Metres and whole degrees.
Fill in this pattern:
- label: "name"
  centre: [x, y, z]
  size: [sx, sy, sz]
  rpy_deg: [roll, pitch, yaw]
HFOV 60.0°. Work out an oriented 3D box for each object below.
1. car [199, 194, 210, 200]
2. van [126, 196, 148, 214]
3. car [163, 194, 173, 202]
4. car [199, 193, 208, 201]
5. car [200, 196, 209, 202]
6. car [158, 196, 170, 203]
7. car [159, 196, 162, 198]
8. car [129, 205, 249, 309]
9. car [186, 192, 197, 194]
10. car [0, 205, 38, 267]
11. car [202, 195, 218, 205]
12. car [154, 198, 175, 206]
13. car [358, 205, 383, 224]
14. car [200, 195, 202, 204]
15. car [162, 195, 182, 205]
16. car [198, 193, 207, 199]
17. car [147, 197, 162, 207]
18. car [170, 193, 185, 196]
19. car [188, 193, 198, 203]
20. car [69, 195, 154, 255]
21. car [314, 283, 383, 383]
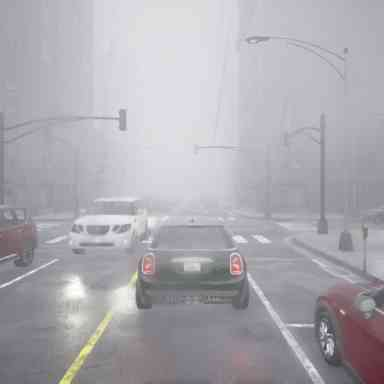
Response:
- label: "car"
  centre: [2.711, 1.558, 57.944]
  size: [1.947, 1.339, 4.313]
  rpy_deg: [0, 0, 0]
- label: "van"
  centre: [-5.832, 1.337, 35.546]
  size: [1.690, 1.788, 3.998]
  rpy_deg: [0, 0, 0]
- label: "car"
  centre: [-5.798, 1.302, 80.312]
  size: [2.192, 1.841, 5.009]
  rpy_deg: [0, 0, 0]
- label: "car"
  centre: [3.065, 1.210, 86.549]
  size: [2.150, 2.045, 5.566]
  rpy_deg: [0, 0, 0]
- label: "car"
  centre: [2.723, 1.570, 74.727]
  size: [1.802, 1.307, 4.206]
  rpy_deg: [0, 0, 0]
- label: "car"
  centre: [-5.807, 1.540, 69.121]
  size: [2.008, 1.369, 4.403]
  rpy_deg: [0, 0, 0]
- label: "car"
  centre: [-5.824, 1.434, 46.738]
  size: [1.967, 1.590, 4.097]
  rpy_deg: [0, 0, 0]
- label: "car"
  centre: [0.015, 1.352, 8.020]
  size: [2.097, 1.767, 4.553]
  rpy_deg: [0, 0, 0]
- label: "car"
  centre: [0.057, 1.362, 76.540]
  size: [1.812, 1.442, 4.674]
  rpy_deg: [0, 0, 0]
- label: "car"
  centre: [-5.853, 1.315, 8.598]
  size: [2.192, 1.841, 5.009]
  rpy_deg: [0, 0, 0]
- label: "car"
  centre: [2.702, 1.520, 46.925]
  size: [1.752, 1.417, 4.829]
  rpy_deg: [0, 0, 0]
- label: "car"
  centre: [-3.125, 1.597, 33.941]
  size: [1.895, 1.301, 4.718]
  rpy_deg: [0, 0, 2]
- label: "car"
  centre: [14.394, 1.516, 23.707]
  size: [4.674, 1.442, 1.812]
  rpy_deg: [0, 0, 1]
- label: "car"
  centre: [2.707, 1.544, 52.349]
  size: [2.008, 1.369, 4.403]
  rpy_deg: [0, 0, 0]
- label: "car"
  centre: [-3.059, 1.541, 50.642]
  size: [2.033, 1.411, 5.357]
  rpy_deg: [0, 0, 0]
- label: "car"
  centre: [2.715, 1.306, 63.538]
  size: [2.192, 1.841, 5.009]
  rpy_deg: [0, 0, 0]
- label: "car"
  centre: [-5.820, 1.538, 52.334]
  size: [1.887, 1.381, 4.507]
  rpy_deg: [0, 0, 0]
- label: "car"
  centre: [-2.975, 1.468, 66.065]
  size: [1.882, 1.535, 5.008]
  rpy_deg: [0, 1, 0]
- label: "car"
  centre: [0.104, 1.516, 66.573]
  size: [1.812, 1.442, 4.674]
  rpy_deg: [0, 0, 0]
- label: "car"
  centre: [-3.092, 1.221, 13.578]
  size: [2.150, 2.045, 5.566]
  rpy_deg: [0, 0, 0]
- label: "car"
  centre: [2.669, 1.440, 3.094]
  size: [1.967, 1.590, 4.097]
  rpy_deg: [0, 0, 0]
